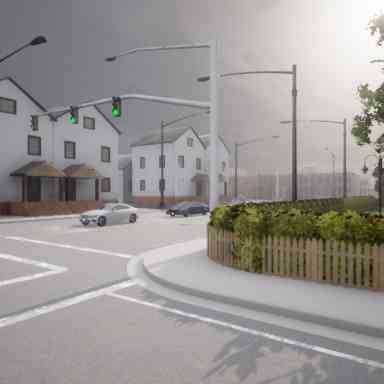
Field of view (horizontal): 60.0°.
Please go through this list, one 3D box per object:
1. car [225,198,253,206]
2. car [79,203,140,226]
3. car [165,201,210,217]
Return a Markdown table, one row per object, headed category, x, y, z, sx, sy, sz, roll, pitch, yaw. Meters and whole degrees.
| category | x | y | z | sx | sy | sz | roll | pitch | yaw |
| --- | --- | --- | --- | --- | --- | --- | --- | --- | --- |
| car | 5.690 | 1.488 | 39.875 | 2.128 | 1.511 | 4.902 | 0 | 0 | 35 |
| car | -5.679 | 1.522 | 23.440 | 1.812 | 1.442 | 4.674 | 0 | 0 | 35 |
| car | -0.190 | 1.544 | 31.387 | 2.033 | 1.411 | 5.357 | 0 | 0 | 35 |
